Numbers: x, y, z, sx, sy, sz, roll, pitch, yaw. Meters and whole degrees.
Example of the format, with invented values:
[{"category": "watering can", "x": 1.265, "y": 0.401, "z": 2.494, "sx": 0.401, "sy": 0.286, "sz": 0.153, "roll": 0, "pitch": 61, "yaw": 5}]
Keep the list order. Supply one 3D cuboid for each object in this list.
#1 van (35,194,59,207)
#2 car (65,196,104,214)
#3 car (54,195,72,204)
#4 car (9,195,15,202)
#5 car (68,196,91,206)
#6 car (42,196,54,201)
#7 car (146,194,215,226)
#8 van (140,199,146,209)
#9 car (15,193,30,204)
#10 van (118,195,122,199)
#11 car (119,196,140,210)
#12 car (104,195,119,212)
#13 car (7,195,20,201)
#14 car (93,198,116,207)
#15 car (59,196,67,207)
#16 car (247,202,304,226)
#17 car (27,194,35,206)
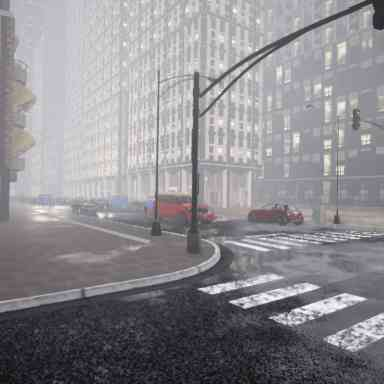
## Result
[{"category": "van", "x": -20.491, "y": 1.197, "z": 46.814, "sx": 1.690, "sy": 1.788, "sz": 3.998, "roll": 1, "pitch": -1, "yaw": -35}, {"category": "car", "x": -10.740, "y": 1.427, "z": 32.955, "sx": 2.008, "sy": 1.369, "sz": 4.403, "roll": 1, "pitch": -1, "yaw": -35}, {"category": "car", "x": -23.978, "y": 1.433, "z": 61.817, "sx": 1.882, "sy": 1.535, "sz": 5.008, "roll": 1, "pitch": -1, "yaw": -35}, {"category": "car", "x": -36.753, "y": 1.396, "z": 69.906, "sx": 1.947, "sy": 1.339, "sz": 4.313, "roll": 1, "pitch": -1, "yaw": -35}, {"category": "car", "x": -18.197, "y": 1.457, "z": 53.605, "sx": 2.128, "sy": 1.511, "sz": 4.902, "roll": 1, "pitch": -1, "yaw": -35}, {"category": "car", "x": -36.405, "y": 1.570, "z": 83.966, "sx": 1.802, "sy": 1.307, "sz": 4.206, "roll": 1, "pitch": -1, "yaw": -35}, {"category": "car", "x": -0.741, "y": 1.168, "z": 23.264, "sx": 2.150, "sy": 2.045, "sz": 5.566, "roll": 1, "pitch": -1, "yaw": -35}, {"category": "van", "x": -3.885, "y": 1.382, "z": 37.781, "sx": 1.690, "sy": 1.788, "sz": 3.998, "roll": 1, "pitch": -1, "yaw": -35}, {"category": "car", "x": -30.246, "y": 1.155, "z": 60.671, "sx": 2.192, "sy": 1.841, "sz": 5.009, "roll": 1, "pitch": -1, "yaw": -35}, {"category": "van", "x": -10.388, "y": 1.368, "z": 47.019, "sx": 1.690, "sy": 1.788, "sz": 3.998, "roll": 1, "pitch": -1, "yaw": -35}, {"category": "car", "x": -7.140, "y": 1.584, "z": 42.397, "sx": 2.008, "sy": 1.369, "sz": 4.403, "roll": 1, "pitch": -1, "yaw": -35}, {"category": "car", "x": -10.285, "y": 1.416, "z": 36.825, "sx": 2.128, "sy": 1.511, "sz": 4.902, "roll": 1, "pitch": -1, "yaw": -35}, {"category": "car", "x": -40.004, "y": 1.377, "z": 74.525, "sx": 2.008, "sy": 1.369, "sz": 4.403, "roll": 1, "pitch": -1, "yaw": -35}, {"category": "car", "x": -13.644, "y": 1.586, "z": 51.635, "sx": 1.947, "sy": 1.339, "sz": 4.313, "roll": 1, "pitch": -1, "yaw": -35}, {"category": "car", "x": -19.350, "y": 1.497, "z": 49.857, "sx": 2.033, "sy": 1.411, "sz": 5.357, "roll": 1, "pitch": -1, "yaw": -35}, {"category": "car", "x": 5.869, "y": 1.505, "z": 23.923, "sx": 1.967, "sy": 1.590, "sz": 4.097, "roll": 1, "pitch": -1, "yaw": -35}, {"category": "car", "x": -23.747, "y": 1.432, "z": 51.430, "sx": 1.802, "sy": 1.307, "sz": 4.206, "roll": 1, "pitch": -1, "yaw": -35}]
